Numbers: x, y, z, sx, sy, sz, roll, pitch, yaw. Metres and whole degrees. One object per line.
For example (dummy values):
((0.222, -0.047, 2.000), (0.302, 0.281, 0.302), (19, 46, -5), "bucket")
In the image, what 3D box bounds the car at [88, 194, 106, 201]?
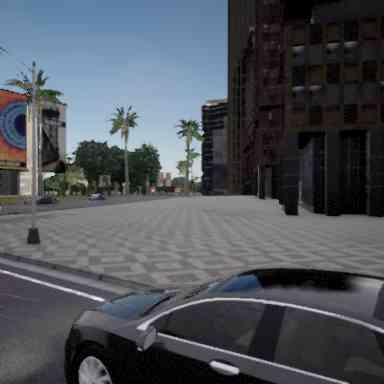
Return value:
((-18.321, 1.046, 64.224), (1.812, 1.442, 4.674), (0, 1, 11), "car")

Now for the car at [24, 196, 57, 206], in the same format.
((-21.796, 1.224, 48.141), (2.033, 1.411, 5.357), (0, 1, 14), "car")

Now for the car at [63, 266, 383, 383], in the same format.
((0.774, 1.502, 3.134), (4.892, 1.490, 1.837), (0, 0, 35), "car")
